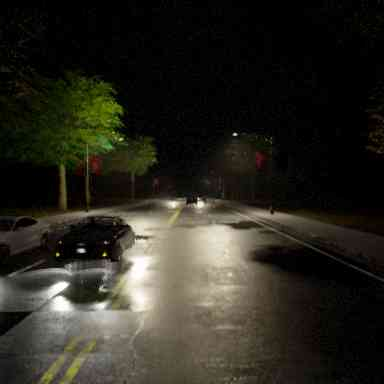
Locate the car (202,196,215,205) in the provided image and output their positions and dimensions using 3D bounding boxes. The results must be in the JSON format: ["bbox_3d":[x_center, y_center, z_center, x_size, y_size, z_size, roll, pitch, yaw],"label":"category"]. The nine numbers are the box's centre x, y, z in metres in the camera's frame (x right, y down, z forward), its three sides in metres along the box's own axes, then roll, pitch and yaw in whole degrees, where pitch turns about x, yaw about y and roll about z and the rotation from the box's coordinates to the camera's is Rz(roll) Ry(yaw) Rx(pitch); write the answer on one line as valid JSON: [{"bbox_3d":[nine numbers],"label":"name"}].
[{"bbox_3d":[3.246,1.591,61.638,1.812,1.442,4.674,0,0,0],"label":"car"}]

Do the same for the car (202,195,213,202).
[{"bbox_3d":[3.246,1.456,71.643,2.033,1.411,5.357,0,0,0],"label":"car"}]

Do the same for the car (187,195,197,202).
[{"bbox_3d":[-0.004,1.456,71.643,2.033,1.411,5.357,0,0,0],"label":"car"}]

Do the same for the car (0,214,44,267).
[{"bbox_3d":[-6.569,1.533,11.574,1.812,1.442,4.674,0,0,0],"label":"car"}]

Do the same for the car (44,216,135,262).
[{"bbox_3d":[-3.317,1.572,11.964,1.994,1.385,4.181,0,0,0],"label":"car"}]

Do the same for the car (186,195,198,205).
[{"bbox_3d":[-0.004,1.417,61.607,2.097,1.767,4.553,0,0,0],"label":"car"}]
